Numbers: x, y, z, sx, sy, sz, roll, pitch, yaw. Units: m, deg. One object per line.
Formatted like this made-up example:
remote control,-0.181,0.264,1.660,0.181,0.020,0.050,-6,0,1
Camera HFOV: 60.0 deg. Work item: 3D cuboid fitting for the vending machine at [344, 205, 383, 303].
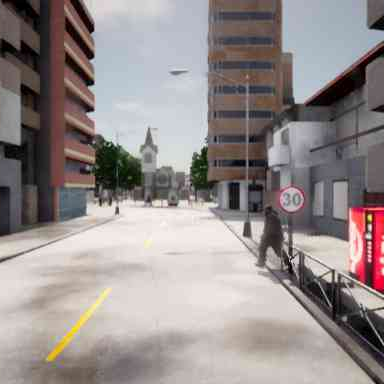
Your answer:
vending machine,4.301,1.377,7.743,1.100,2.100,0.880,0,0,0

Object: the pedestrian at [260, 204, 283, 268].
pedestrian,2.121,1.146,8.884,0.375,1.860,0.375,0,0,0
